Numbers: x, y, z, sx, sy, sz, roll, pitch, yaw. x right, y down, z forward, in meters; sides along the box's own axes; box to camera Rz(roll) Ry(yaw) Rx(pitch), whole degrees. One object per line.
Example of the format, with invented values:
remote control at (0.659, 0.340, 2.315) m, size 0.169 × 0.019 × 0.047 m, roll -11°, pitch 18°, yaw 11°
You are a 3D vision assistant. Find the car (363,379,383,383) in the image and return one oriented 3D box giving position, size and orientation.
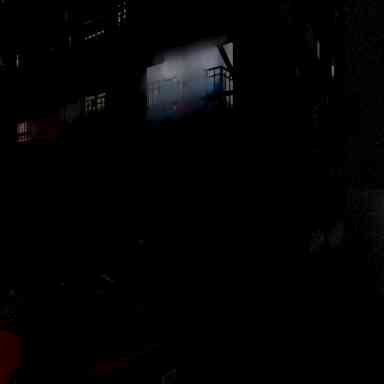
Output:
car at (2.569, 1.566, 1.047) m, size 4.313 × 1.339 × 1.947 m, roll 0°, pitch 0°, yaw 35°

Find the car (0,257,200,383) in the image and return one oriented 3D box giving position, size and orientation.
car at (-2.023, 1.545, 4.316) m, size 4.507 × 1.381 × 1.887 m, roll 0°, pitch 0°, yaw 35°
